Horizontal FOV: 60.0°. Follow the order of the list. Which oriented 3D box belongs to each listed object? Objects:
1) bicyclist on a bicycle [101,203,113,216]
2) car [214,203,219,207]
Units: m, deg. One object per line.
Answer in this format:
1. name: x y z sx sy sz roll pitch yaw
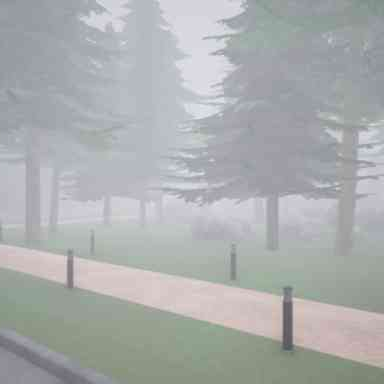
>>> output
1. bicyclist on a bicycle: -7.597 1.363 29.673 1.656 1.620 0.582 -1 0 37
2. car: 2.258 1.564 49.382 2.128 1.511 4.902 0 0 37
